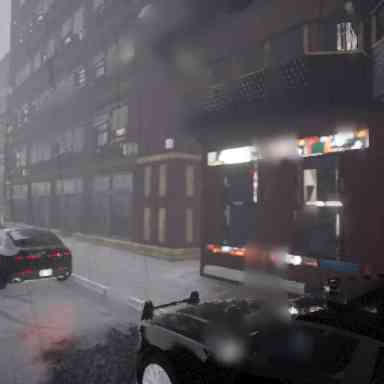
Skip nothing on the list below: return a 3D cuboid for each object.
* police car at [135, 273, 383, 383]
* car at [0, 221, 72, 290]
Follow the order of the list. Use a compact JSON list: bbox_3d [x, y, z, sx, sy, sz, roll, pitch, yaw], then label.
[{"bbox_3d":[1.347,1.582,2.908,1.930,1.638,5.238,3,-3,-42],"label":"police car"},{"bbox_3d":[-5.320,1.845,10.210,1.837,1.490,4.892,3,-3,-42],"label":"car"}]
